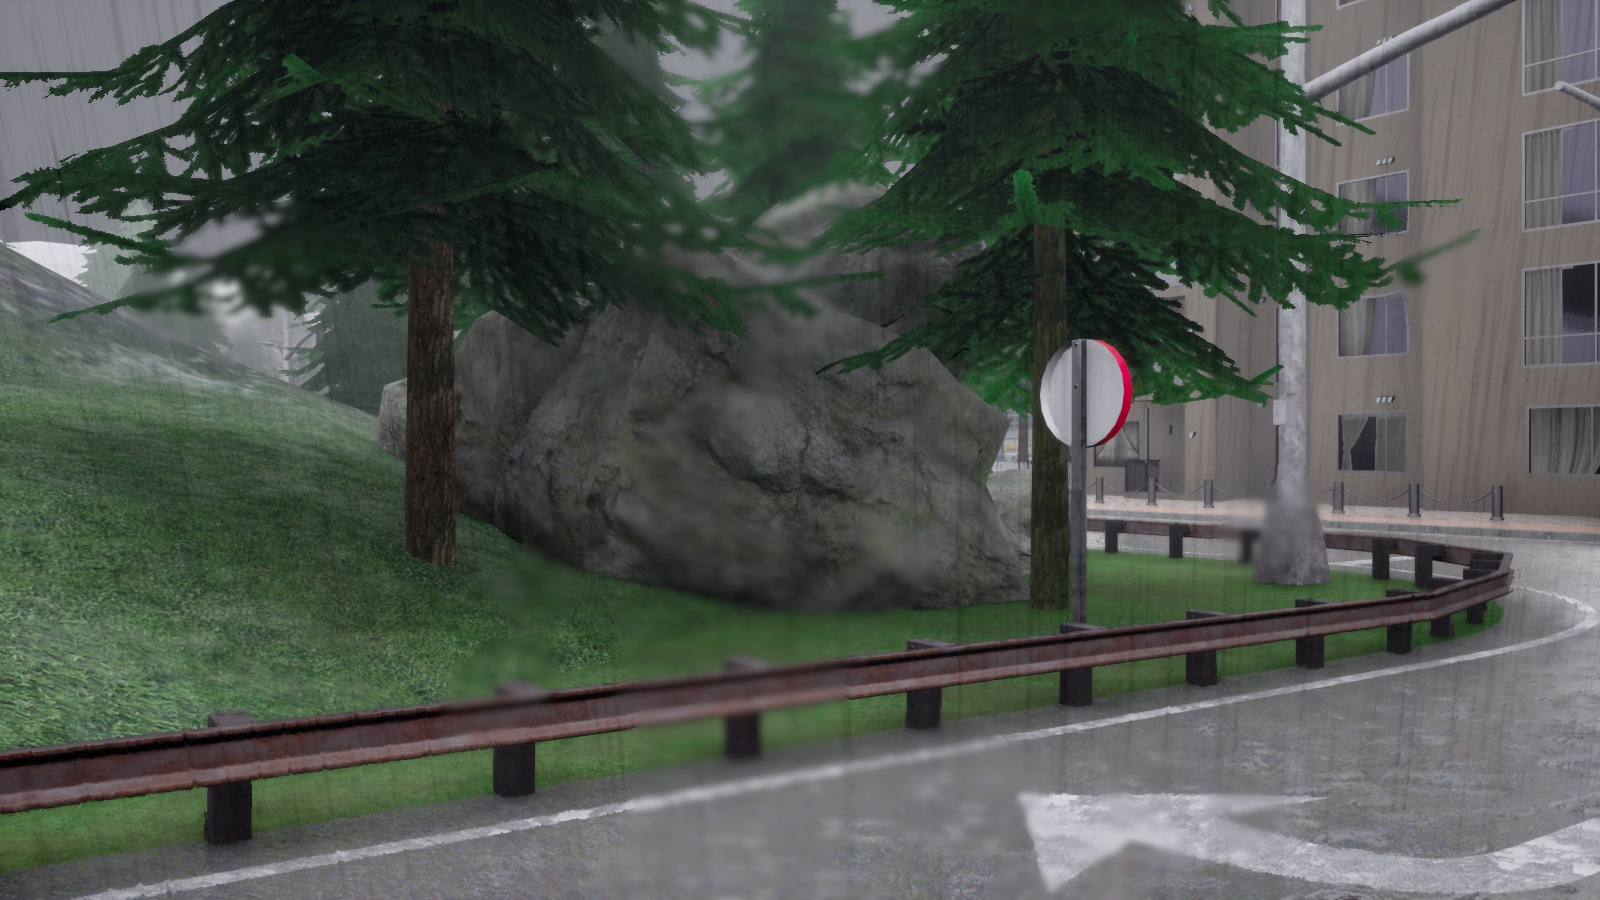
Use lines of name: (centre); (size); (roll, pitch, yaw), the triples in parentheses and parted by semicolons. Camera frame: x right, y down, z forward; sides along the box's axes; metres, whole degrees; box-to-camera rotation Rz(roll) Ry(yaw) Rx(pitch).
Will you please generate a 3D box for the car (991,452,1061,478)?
car: (13.463, 0.865, 74.799); (3.806, 1.475, 1.970); (0, 0, -36)
